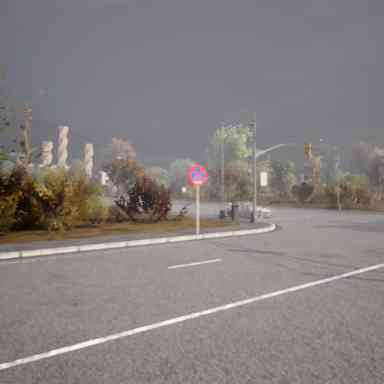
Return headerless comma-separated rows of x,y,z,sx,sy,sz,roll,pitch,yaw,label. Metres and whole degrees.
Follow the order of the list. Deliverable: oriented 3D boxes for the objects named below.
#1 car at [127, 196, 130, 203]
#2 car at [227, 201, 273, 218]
-7.798,1.170,49.120,2.150,2.045,5.566,0,1,-32,car
4.909,1.563,29.049,1.812,1.442,4.674,0,1,-32,car
